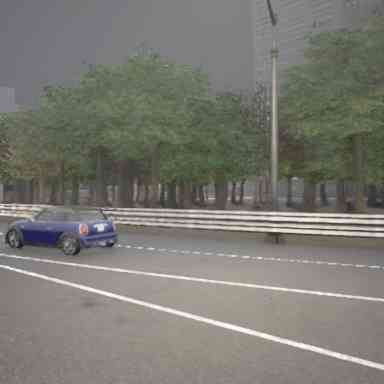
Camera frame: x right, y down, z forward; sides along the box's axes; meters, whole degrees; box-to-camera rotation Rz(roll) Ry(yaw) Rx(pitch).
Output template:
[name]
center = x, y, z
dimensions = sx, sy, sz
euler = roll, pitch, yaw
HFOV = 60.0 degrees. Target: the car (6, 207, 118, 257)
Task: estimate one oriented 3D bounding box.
[car]
center = -5.214, 1.369, 13.213
dimensions = 4.553, 1.767, 2.097
euler = 0, 0, 28
